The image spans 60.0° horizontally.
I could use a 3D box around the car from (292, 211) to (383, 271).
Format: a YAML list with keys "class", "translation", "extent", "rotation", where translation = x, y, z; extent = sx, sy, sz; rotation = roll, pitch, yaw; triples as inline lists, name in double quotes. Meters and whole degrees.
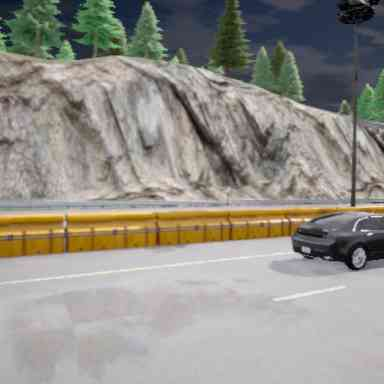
- class: "car"
  translation: [5.378, 1.385, 10.451]
  extent: [4.892, 1.490, 1.837]
  rotation: [0, 1, -27]
